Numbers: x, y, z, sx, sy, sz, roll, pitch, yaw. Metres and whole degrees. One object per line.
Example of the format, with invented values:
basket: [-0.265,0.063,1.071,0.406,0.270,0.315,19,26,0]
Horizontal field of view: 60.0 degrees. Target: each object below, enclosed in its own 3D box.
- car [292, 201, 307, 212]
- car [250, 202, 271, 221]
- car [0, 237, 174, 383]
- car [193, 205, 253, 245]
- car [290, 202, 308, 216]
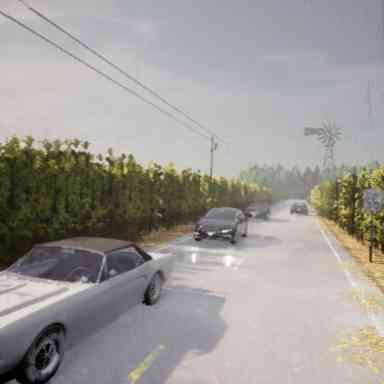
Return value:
car: [15.847,2.136,49.099,1.895,1.301,4.718,2,0,18]
car: [5.805,1.666,29.189,2.128,1.511,4.902,2,0,18]
car: [-1.983,1.512,5.509,1.895,1.301,4.718,2,0,19]
car: [1.532,1.536,16.141,1.837,1.490,4.892,2,0,18]
car: [12.692,1.992,39.409,1.994,1.385,4.181,2,0,18]
